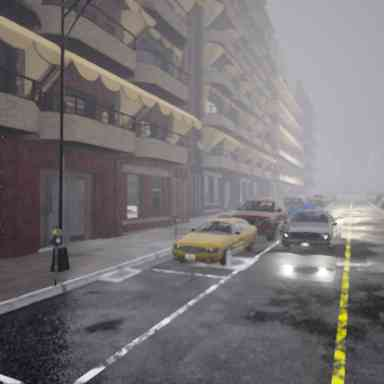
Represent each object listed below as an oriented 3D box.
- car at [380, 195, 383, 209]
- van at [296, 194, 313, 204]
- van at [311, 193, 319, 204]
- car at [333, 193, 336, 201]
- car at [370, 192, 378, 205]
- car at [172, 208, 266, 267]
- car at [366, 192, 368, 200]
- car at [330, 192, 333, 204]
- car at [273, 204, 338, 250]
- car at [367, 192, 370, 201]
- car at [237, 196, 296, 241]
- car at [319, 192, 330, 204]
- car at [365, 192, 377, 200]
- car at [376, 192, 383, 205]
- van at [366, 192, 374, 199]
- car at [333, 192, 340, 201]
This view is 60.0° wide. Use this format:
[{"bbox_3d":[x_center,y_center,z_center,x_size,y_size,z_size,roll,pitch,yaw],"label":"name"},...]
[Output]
[{"bbox_3d":[20.197,1.283,33.016,1.887,1.381,4.507,1,1,26],"label":"car"},{"bbox_3d":[8.316,1.194,26.544,1.690,1.788,3.998,1,1,26],"label":"van"},{"bbox_3d":[10.725,1.164,31.524,1.690,1.788,3.998,1,1,26],"label":"van"},{"bbox_3d":[22.767,1.257,56.418,1.947,1.339,4.313,1,1,26],"label":"car"},{"bbox_3d":[27.397,0.974,47.964,2.192,1.841,5.009,1,1,26],"label":"car"},{"bbox_3d":[1.013,1.484,11.460,1.752,1.417,4.829,1,1,26],"label":"car"},{"bbox_3d":[37.032,1.159,67.884,1.802,1.307,4.206,1,1,26],"label":"car"},{"bbox_3d":[17.952,1.054,46.457,2.192,1.841,5.009,1,1,26],"label":"car"},{"bbox_3d":[5.172,1.459,14.212,2.033,1.411,5.357,0,0,26],"label":"car"},{"bbox_3d":[32.214,1.054,57.924,1.967,1.590,4.097,1,1,26],"label":"car"},{"bbox_3d":[3.499,1.236,16.589,2.192,1.841,5.009,1,1,26],"label":"car"},{"bbox_3d":[15.543,1.081,41.480,2.192,1.841,5.009,1,1,26],"label":"car"},{"bbox_3d":[41.853,0.863,77.839,2.192,1.841,5.009,1,0,26],"label":"car"},{"bbox_3d":[22.615,1.151,37.991,1.967,1.590,4.097,1,1,26],"label":"car"},{"bbox_3d":[44.263,0.877,82.819,1.690,1.788,3.998,1,0,26],"label":"van"},{"bbox_3d":[29.996,0.947,71.348,2.192,1.841,5.009,1,1,26],"label":"car"}]
